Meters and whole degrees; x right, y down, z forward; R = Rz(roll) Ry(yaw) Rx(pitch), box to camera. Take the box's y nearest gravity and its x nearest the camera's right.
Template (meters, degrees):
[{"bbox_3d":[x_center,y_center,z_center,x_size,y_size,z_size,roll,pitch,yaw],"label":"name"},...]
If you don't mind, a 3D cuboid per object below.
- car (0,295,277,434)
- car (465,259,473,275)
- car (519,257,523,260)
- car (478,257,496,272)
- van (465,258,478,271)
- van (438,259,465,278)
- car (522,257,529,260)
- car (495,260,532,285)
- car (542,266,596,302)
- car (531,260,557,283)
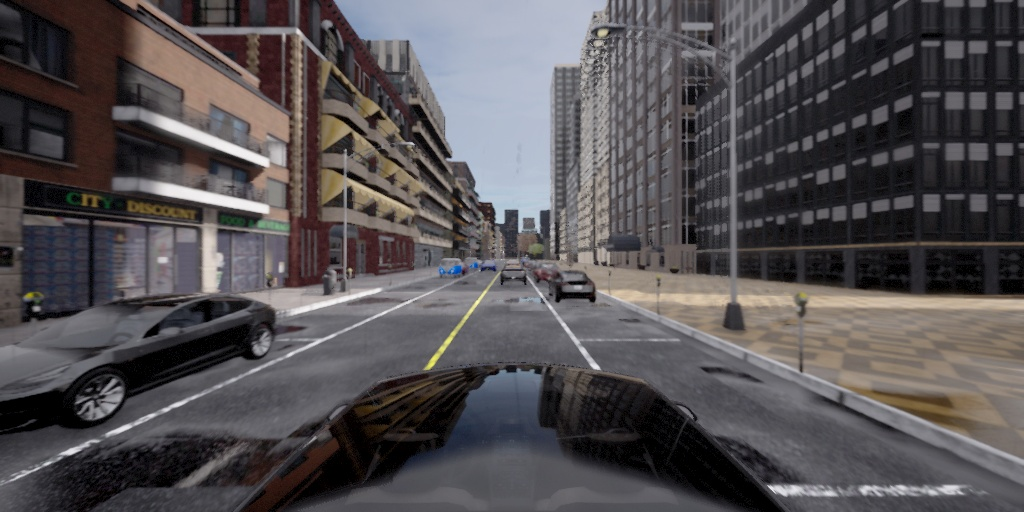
[{"bbox_3d":[-5.688,1.318,5.673,1.948,1.339,4.313,0,0,0],"label":"car"},{"bbox_3d":[-5.681,1.329,38.811,1.888,1.381,4.507,0,0,0],"label":"car"},{"bbox_3d":[0.110,1.270,45.888,1.882,1.535,5.008,0,0,0],"label":"car"},{"bbox_3d":[-2.995,1.273,46.759,1.882,1.535,5.008,0,0,0],"label":"car"},{"bbox_3d":[-5.678,1.139,49.856,1.690,1.789,3.998,0,0,0],"label":"van"},{"bbox_3d":[-5.682,1.118,33.288,1.690,1.789,3.998,0,0,0],"label":"van"},{"bbox_3d":[2.703,1.237,49.853,1.967,1.591,4.097,0,0,0],"label":"car"},{"bbox_3d":[0.106,1.262,26.498,2.128,1.511,4.902,0,0,0],"label":"car"},{"bbox_3d":[2.695,1.325,16.717,1.948,1.339,4.313,0,0,0],"label":"car"},{"bbox_3d":[2.698,1.211,27.762,1.967,1.591,4.097,0,0,0],"label":"car"}]
